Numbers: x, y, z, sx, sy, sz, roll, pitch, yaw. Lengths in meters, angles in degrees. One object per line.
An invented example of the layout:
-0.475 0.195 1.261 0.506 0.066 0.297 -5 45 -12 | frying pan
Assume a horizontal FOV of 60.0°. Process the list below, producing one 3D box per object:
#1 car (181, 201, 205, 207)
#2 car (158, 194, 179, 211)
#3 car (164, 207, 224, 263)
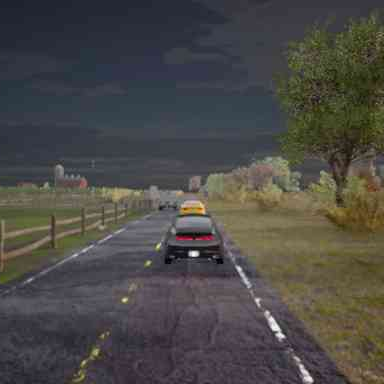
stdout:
0.073 1.472 27.734 1.882 1.535 5.008 0 0 0 | car
-2.815 1.223 40.482 2.150 2.045 5.566 0 0 0 | car
0.069 1.500 11.895 1.837 1.490 4.892 0 0 0 | car
